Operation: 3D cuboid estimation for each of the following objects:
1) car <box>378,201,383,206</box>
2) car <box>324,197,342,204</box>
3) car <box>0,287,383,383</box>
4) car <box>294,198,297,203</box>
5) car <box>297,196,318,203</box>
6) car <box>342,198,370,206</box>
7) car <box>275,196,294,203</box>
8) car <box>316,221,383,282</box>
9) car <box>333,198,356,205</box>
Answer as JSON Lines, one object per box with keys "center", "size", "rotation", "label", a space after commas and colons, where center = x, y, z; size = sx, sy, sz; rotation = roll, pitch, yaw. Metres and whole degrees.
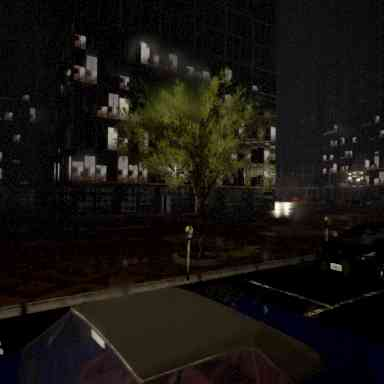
{"center": [36.946, 1.890, 62.170], "size": [1.752, 1.417, 4.829], "rotation": [1, -1, -20], "label": "car"}
{"center": [27.688, 1.689, 64.534], "size": [1.967, 1.590, 4.097], "rotation": [1, -1, -20], "label": "car"}
{"center": [-0.562, 1.601, 2.465], "size": [4.718, 1.301, 1.895], "rotation": [0, 0, -35], "label": "car"}
{"center": [27.369, 2.123, 88.270], "size": [1.802, 1.307, 4.206], "rotation": [1, -1, -20], "label": "car"}
{"center": [29.300, 1.821, 83.021], "size": [2.192, 1.841, 5.009], "rotation": [1, -1, -20], "label": "car"}
{"center": [29.613, 1.764, 59.282], "size": [2.008, 1.369, 4.403], "rotation": [1, -1, -20], "label": "car"}
{"center": [21.910, 1.795, 80.283], "size": [1.967, 1.590, 4.097], "rotation": [1, -1, -20], "label": "car"}
{"center": [5.544, 1.574, 9.810], "size": [4.313, 1.339, 1.947], "rotation": [0, 1, -34], "label": "car"}
{"center": [33.151, 1.985, 72.514], "size": [2.008, 1.369, 4.403], "rotation": [1, -1, -20], "label": "car"}
